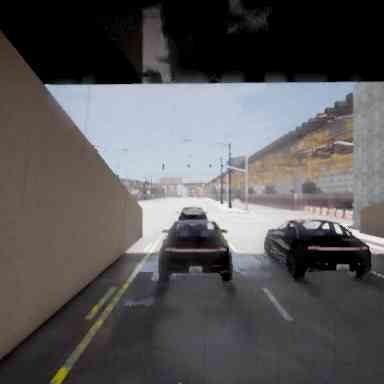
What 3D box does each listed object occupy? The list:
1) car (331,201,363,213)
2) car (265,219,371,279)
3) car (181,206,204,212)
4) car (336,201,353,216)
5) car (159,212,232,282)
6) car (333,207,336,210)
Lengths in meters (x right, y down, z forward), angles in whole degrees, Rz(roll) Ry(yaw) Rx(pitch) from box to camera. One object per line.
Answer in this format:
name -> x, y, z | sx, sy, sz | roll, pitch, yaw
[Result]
car -> 17.545, 1.654, 37.547 | 1.853, 1.218, 4.536 | -1, -1, 45
car -> 3.586, 1.591, 10.323 | 2.128, 1.511, 4.902 | 0, -1, 0
car -> 0.008, 1.716, 22.100 | 1.837, 1.490, 4.892 | 0, 0, -2
car -> 17.408, 1.767, 32.902 | 2.038, 1.542, 4.974 | 0, -1, -35
car -> 0.087, 1.588, 10.074 | 2.128, 1.511, 4.902 | 0, -1, 0
car -> 17.508, 1.811, 37.509 | 2.038, 1.542, 4.974 | -1, -1, 45
